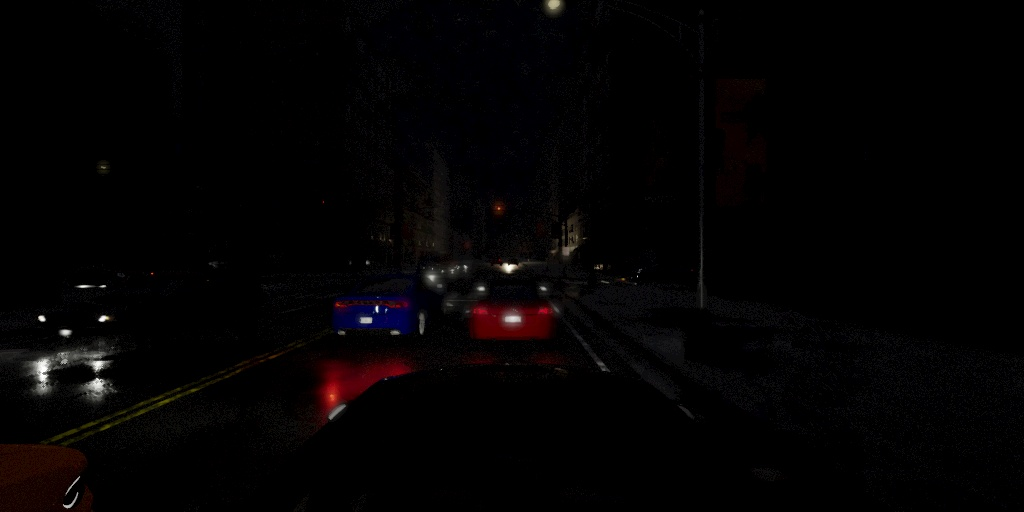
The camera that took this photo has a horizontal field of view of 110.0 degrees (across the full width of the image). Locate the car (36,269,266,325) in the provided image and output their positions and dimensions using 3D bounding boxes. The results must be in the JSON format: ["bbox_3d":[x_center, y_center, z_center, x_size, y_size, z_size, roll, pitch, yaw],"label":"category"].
[{"bbox_3d":[-9.825,1.297,10.550,2.033,1.411,5.357,0,0,0],"label":"car"}]

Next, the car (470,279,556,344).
[{"bbox_3d":[0.028,1.314,9.623,1.994,1.385,4.181,0,0,0],"label":"car"}]

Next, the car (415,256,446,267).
[{"bbox_3d":[-9.716,0.971,42.344,2.150,2.045,5.566,0,0,0],"label":"car"}]

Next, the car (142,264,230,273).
[{"bbox_3d":[-22.526,1.308,24.991,4.181,1.385,1.994,0,0,1],"label":"car"}]

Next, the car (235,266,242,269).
[{"bbox_3d":[-25.286,1.330,30.497,4.313,1.339,1.948,0,0,0],"label":"car"}]

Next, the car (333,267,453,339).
[{"bbox_3d":[-3.122,1.228,10.151,1.882,1.535,5.008,0,0,0],"label":"car"}]

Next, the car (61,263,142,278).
[{"bbox_3d":[-25.353,1.172,22.473,4.097,1.591,1.967,0,0,0],"label":"car"}]

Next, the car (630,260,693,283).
[{"bbox_3d":[11.629,1.140,28.037,4.553,1.767,2.097,0,0,2],"label":"car"}]

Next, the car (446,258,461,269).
[{"bbox_3d":[-9.673,1.097,55.021,2.097,1.767,4.553,0,0,0],"label":"car"}]
